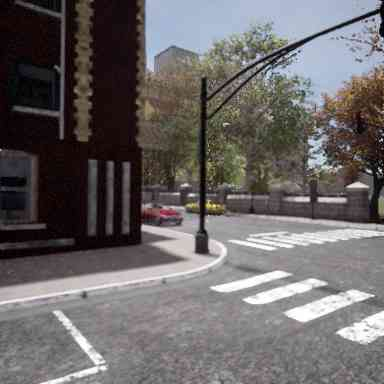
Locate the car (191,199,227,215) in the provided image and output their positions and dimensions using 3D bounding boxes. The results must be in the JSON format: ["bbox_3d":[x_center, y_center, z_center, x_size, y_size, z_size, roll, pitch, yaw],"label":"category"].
[{"bbox_3d":[1.227,1.299,30.805,1.752,1.417,4.829,2,0,-36],"label":"car"}]

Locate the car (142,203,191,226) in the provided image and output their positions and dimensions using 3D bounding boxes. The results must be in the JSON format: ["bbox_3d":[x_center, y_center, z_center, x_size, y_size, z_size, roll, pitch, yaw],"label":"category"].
[{"bbox_3d":[-2.203,1.352,21.266,1.802,1.307,4.206,2,0,-36],"label":"car"}]
